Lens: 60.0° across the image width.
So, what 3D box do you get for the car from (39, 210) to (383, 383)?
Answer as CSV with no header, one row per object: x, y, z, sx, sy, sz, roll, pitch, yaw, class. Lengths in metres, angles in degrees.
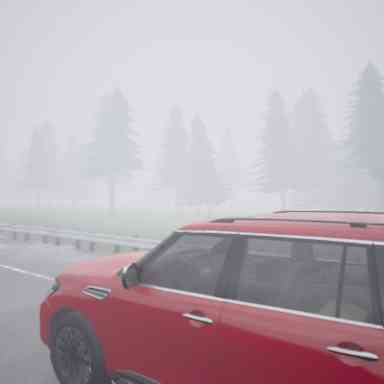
0.734,1.221,3.470,5.566,2.045,2.150,0,0,36,car
